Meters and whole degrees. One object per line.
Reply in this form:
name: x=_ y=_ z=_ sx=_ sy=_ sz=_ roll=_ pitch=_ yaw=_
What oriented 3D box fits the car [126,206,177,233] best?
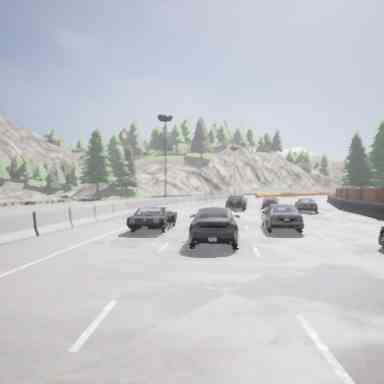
car: x=-2.050 y=1.451 z=18.532 sx=1.895 sy=1.301 sz=4.718 roll=0 pitch=0 yaw=7

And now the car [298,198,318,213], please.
car: x=11.207 y=1.291 z=32.656 sx=2.033 sy=1.411 sz=5.357 roll=0 pitch=0 yaw=14

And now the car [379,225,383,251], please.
car: x=7.644 y=1.412 z=10.294 sx=2.128 sy=1.511 sz=4.902 roll=0 pitch=0 yaw=5

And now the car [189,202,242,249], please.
car: x=0.960 y=1.392 z=14.034 sx=1.837 sy=1.490 sz=4.892 roll=0 pitch=0 yaw=5

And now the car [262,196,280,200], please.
car: x=9.148 y=1.222 z=38.481 sx=1.812 sy=1.442 sz=4.674 roll=0 pitch=0 yaw=15

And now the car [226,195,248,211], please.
car: x=4.951 y=1.066 z=36.245 sx=2.097 sy=1.767 sz=4.553 roll=0 pitch=1 yaw=14

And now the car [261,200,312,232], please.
car: x=5.019 y=1.399 z=18.808 sx=2.033 sy=1.411 sz=5.357 roll=0 pitch=0 yaw=8
